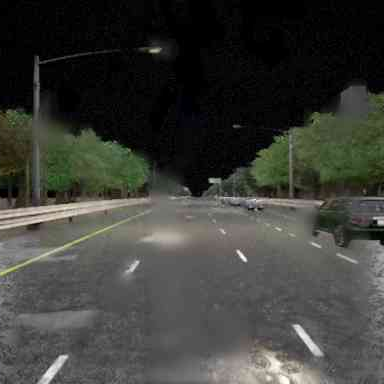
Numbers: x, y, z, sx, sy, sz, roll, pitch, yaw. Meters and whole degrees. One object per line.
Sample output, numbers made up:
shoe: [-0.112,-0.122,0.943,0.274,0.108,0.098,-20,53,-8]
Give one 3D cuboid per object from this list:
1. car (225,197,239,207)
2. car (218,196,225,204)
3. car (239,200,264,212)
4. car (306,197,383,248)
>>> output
car: [7.126,1.750,55.598,1.994,1.385,4.181,0,-1,0]
car: [7.218,1.885,70.683,2.128,1.511,4.902,0,-1,0]
car: [7.052,1.658,38.887,1.895,1.301,4.718,0,0,0]
car: [7.004,1.225,14.966,2.150,2.045,5.566,0,0,0]
